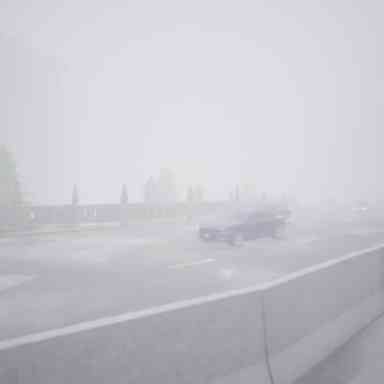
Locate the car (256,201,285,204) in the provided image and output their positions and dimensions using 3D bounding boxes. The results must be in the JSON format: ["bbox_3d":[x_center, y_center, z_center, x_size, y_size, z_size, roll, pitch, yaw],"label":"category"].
[{"bbox_3d":[5.213,1.427,23.276,2.097,1.767,4.553,-1,0,41],"label":"car"}]

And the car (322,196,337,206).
[{"bbox_3d":[24.479,1.571,59.247,2.097,1.767,4.553,-1,-1,15],"label":"car"}]

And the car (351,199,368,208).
[{"bbox_3d":[25.454,1.705,50.589,1.994,1.385,4.181,-1,0,20],"label":"car"}]

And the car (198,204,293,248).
[{"bbox_3d":[2.417,1.524,15.392,5.008,1.535,1.882,0,0,-44],"label":"car"}]
